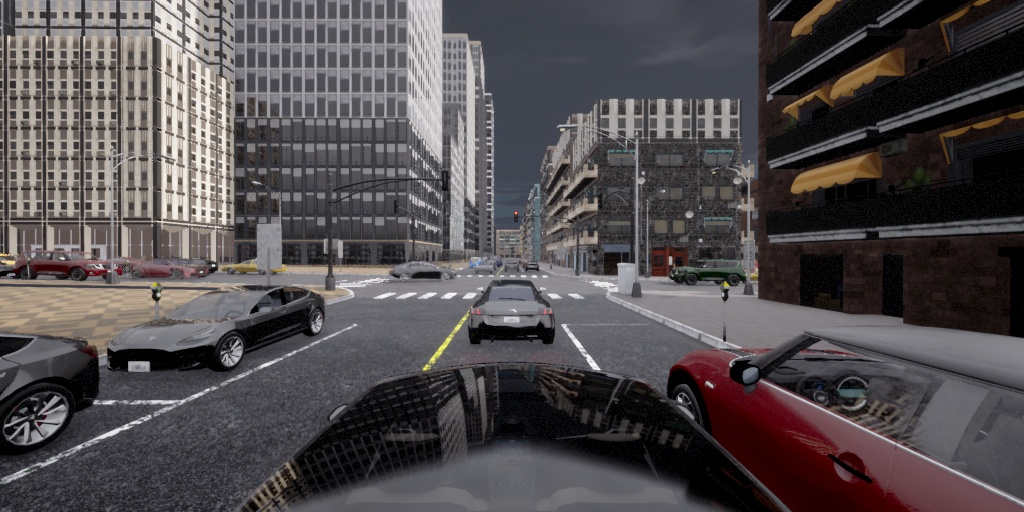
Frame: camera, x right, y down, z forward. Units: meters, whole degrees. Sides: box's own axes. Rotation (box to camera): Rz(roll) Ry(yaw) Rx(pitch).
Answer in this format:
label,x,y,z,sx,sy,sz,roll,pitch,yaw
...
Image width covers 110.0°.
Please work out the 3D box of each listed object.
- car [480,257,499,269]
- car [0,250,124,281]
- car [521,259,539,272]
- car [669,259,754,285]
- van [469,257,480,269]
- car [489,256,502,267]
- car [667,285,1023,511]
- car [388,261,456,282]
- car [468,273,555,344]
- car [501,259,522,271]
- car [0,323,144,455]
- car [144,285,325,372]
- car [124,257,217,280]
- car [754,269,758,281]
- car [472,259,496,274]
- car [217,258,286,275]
label,x,y,z,sx,sy,sz,roll,pitch,yaw
car,-3.204,1.259,51.888,1.837,1.490,4.892,0,0,0
car,-27.428,0.590,22.173,5.009,1.841,2.192,0,0,-1
car,2.593,1.319,47.317,1.948,1.339,4.313,0,0,0
car,15.524,1.289,28.542,5.566,2.045,2.150,1,0,-1
van,-5.810,1.096,57.264,1.690,1.789,3.998,0,0,0
car,-3.204,0.979,62.361,2.150,2.045,5.566,0,0,0
car,2.693,1.190,2.427,1.967,1.591,4.097,0,0,0
car,-6.631,1.147,26.690,4.902,1.511,2.128,1,1,-23
car,-0.013,1.313,9.583,1.994,1.385,4.181,0,0,0
car,-0.010,1.245,48.491,2.128,1.511,4.902,0,0,0
car,-5.688,1.316,2.407,1.948,1.339,4.313,0,0,0
car,-5.700,1.315,7.653,1.948,1.339,4.313,0,0,0
car,-23.522,0.906,24.816,4.181,1.385,1.994,1,0,-1
car,21.303,1.697,31.215,4.829,1.417,1.751,0,0,-1
car,-3.186,1.353,41.898,1.895,1.301,4.718,0,0,0
car,-22.105,0.880,30.715,4.829,1.417,1.751,0,0,-1
